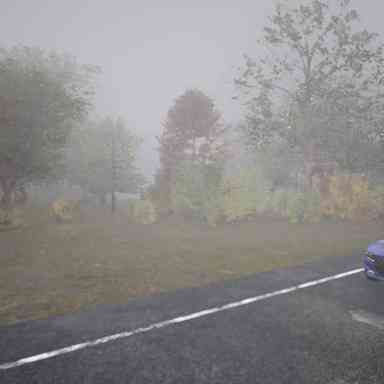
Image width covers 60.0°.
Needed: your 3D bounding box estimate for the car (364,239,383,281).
[{"bbox_3d":[6.445,1.478,8.762,5.008,1.535,1.882,0,0,-37],"label":"car"}]
